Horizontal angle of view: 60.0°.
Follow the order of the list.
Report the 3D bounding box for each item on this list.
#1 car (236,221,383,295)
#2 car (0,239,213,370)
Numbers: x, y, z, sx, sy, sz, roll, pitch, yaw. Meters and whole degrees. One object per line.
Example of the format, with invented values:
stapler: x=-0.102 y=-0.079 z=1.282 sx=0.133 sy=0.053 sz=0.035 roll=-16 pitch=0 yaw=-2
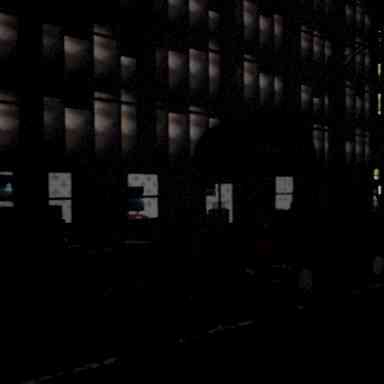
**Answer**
car: x=3.158 y=1.467 z=8.415 sx=4.507 sy=1.381 sz=1.887 roll=0 pitch=0 yaw=-32
car: x=-1.645 y=1.507 z=5.377 sx=4.313 sy=1.339 sz=1.947 roll=0 pitch=0 yaw=-32
